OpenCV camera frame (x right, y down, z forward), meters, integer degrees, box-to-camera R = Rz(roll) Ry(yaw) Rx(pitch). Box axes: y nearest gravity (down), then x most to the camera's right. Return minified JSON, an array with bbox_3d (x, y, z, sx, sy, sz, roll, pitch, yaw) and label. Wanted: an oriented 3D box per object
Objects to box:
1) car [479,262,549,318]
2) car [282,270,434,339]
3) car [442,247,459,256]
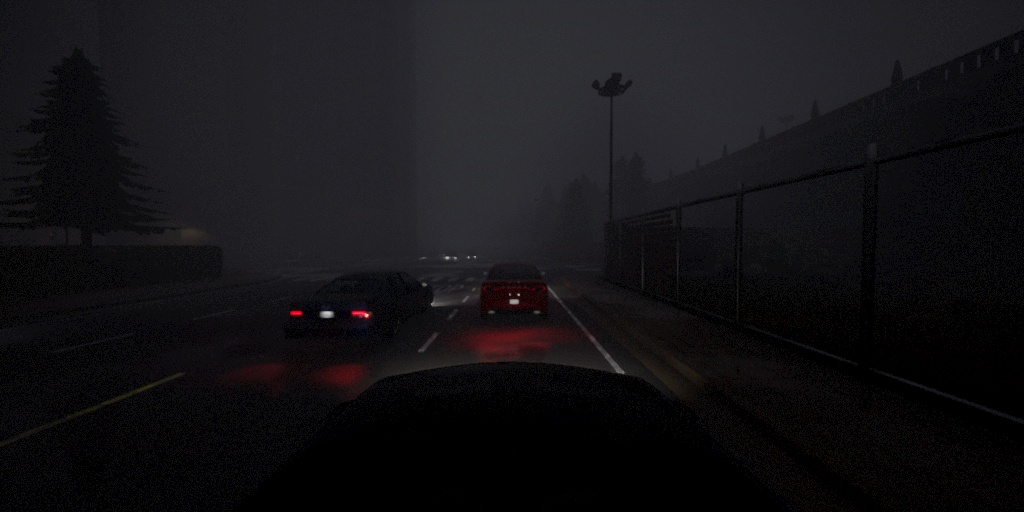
[{"bbox_3d":[0.071,0.922,11.486,1.882,1.535,5.008,0,2,0],"label":"car"},{"bbox_3d":[-3.441,1.063,9.211,2.033,1.411,5.357,0,2,0],"label":"car"},{"bbox_3d":[-10.710,-0.592,63.931,1.895,1.301,4.718,0,2,-4],"label":"car"}]
